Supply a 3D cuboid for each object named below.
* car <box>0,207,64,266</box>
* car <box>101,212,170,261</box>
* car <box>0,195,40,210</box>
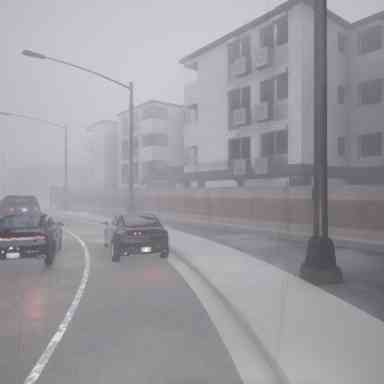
[{"bbox_3d":[-5.494,1.489,11.184,2.128,1.511,4.902,0,0,-18],"label":"car"},{"bbox_3d":[-2.189,1.504,12.417,1.837,1.490,4.892,0,0,-19],"label":"car"},{"bbox_3d":[-11.842,1.222,22.780,2.150,2.045,5.566,0,0,-34],"label":"car"}]
